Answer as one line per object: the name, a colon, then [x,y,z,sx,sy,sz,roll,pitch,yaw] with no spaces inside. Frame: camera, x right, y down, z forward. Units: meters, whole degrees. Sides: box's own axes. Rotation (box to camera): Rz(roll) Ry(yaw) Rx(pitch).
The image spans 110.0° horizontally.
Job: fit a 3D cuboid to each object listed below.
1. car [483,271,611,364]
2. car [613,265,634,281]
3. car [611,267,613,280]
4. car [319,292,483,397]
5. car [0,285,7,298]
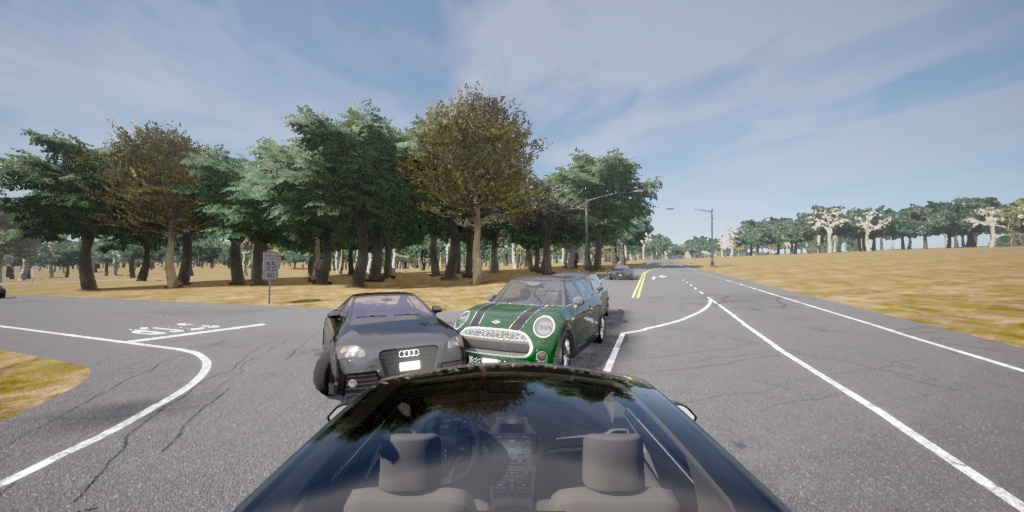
car: [0.615,1.218,7.845,2.097,1.767,4.553,-1,-2,26]
car: [10.305,1.521,33.541,1.994,1.385,4.181,-1,0,22]
car: [2.022,1.344,12.158,2.097,1.767,4.553,-1,-1,21]
car: [-2.356,1.376,6.640,1.994,1.385,4.181,1,-2,-29]
car: [-40.862,2.562,27.403,4.181,1.385,1.994,-2,-3,22]
